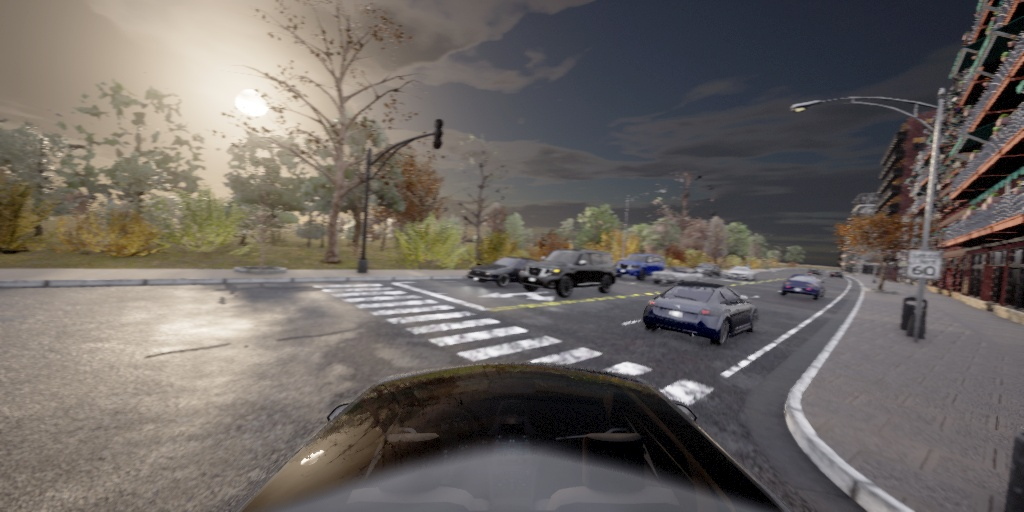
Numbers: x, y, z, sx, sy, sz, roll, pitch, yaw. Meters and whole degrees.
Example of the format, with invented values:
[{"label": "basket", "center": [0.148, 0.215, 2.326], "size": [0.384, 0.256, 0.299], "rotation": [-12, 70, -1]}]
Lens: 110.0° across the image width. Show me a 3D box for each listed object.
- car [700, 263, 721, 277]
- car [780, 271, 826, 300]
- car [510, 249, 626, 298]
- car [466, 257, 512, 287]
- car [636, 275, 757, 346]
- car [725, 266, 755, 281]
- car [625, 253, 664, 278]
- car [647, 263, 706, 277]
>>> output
[{"label": "car", "center": [21.751, 1.535, 39.992], "size": [4.902, 1.511, 2.128], "rotation": [2, 3, -45]}, {"label": "car", "center": [19.189, 1.948, 23.601], "size": [4.674, 1.442, 1.812], "rotation": [2, 3, -45]}, {"label": "car", "center": [2.789, 0.691, 16.777], "size": [2.150, 2.045, 5.566], "rotation": [6, 3, 44]}, {"label": "car", "center": [0.215, 0.762, 18.801], "size": [5.357, 1.411, 2.033], "rotation": [2, 3, -44]}, {"label": "car", "center": [5.475, 1.455, 10.228], "size": [4.181, 1.385, 1.994], "rotation": [2, 3, -44]}, {"label": "car", "center": [24.276, 1.822, 37.940], "size": [4.674, 1.442, 1.812], "rotation": [2, 3, -45]}, {"label": "car", "center": [10.213, 0.825, 28.501], "size": [5.566, 2.045, 2.150], "rotation": [2, 3, -45]}, {"label": "car", "center": [11.805, 1.421, 25.560], "size": [4.718, 1.301, 1.895], "rotation": [2, 3, -45]}]
